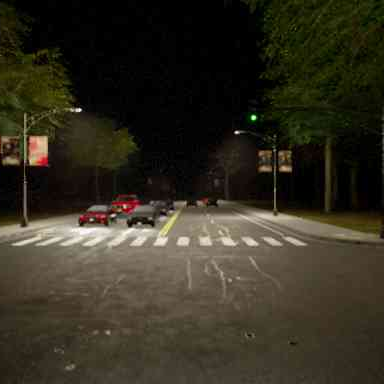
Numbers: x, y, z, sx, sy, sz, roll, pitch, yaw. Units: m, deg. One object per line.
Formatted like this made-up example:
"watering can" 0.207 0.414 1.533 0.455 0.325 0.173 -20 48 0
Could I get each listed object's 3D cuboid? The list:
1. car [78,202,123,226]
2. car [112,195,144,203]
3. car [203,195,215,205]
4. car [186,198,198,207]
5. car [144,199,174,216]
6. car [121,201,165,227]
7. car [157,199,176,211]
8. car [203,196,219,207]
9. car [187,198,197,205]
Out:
"car" -6.567 1.630 23.735 1.994 1.385 4.181 0 0 0
"car" -6.561 1.315 33.216 2.150 2.045 5.566 0 0 0
"car" 3.233 1.565 63.939 2.097 1.767 4.553 0 0 0
"car" -0.014 1.714 53.541 2.033 1.411 5.357 0 0 0
"car" -3.306 1.642 33.761 2.033 1.411 5.357 0 0 0
"car" -3.319 1.613 23.683 2.033 1.411 5.357 0 0 0
"car" -3.311 1.677 44.077 2.033 1.411 5.357 0 0 0
"car" 3.236 1.714 53.543 2.033 1.411 5.357 0 0 0
"car" -0.017 1.814 63.997 1.895 1.301 4.718 0 0 0
